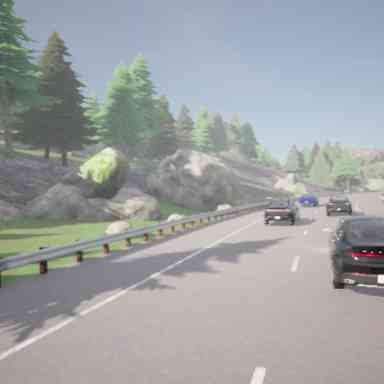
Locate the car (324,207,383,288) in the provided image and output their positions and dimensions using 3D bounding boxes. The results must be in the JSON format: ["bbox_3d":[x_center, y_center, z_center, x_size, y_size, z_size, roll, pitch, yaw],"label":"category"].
[{"bbox_3d":[4.486,1.347,8.456,1.837,1.490,4.892,-2,0,21],"label":"car"}]

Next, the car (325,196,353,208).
[{"bbox_3d":[11.922,1.063,27.036,2.128,1.511,4.902,-2,0,23],"label":"car"}]

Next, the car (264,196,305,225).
[{"bbox_3d":[5.971,1.261,21.946,2.128,1.511,4.902,-2,0,22],"label":"car"}]

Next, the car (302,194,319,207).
[{"bbox_3d":[14.196,0.951,40.379,1.882,1.535,5.008,-2,0,26],"label":"car"}]
